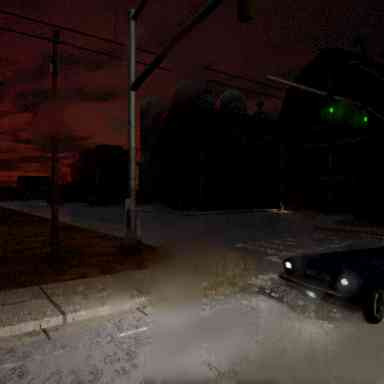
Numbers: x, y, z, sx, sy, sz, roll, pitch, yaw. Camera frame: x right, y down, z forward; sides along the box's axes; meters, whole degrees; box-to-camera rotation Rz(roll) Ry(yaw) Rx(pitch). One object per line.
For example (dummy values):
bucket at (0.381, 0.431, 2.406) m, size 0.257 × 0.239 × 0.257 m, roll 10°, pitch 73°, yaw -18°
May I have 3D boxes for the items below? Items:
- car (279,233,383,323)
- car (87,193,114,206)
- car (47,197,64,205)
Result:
car at (4.244, 1.590, 7.090) m, size 4.718 × 1.301 × 1.895 m, roll 0°, pitch 0°, yaw -23°
car at (-13.807, 1.118, 50.592) m, size 3.866 × 1.878 × 1.905 m, roll -2°, pitch 5°, yaw 11°
car at (-23.339, 1.537, 56.662) m, size 1.994 × 1.385 × 4.181 m, roll 0°, pitch 0°, yaw -36°
